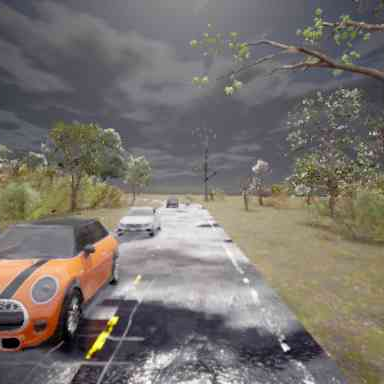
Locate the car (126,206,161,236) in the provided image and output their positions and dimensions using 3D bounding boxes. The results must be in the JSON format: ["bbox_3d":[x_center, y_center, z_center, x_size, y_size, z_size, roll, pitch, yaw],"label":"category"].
[{"bbox_3d":[-2.802,1.544,18.545,1.812,1.442,4.674,0,0,2],"label":"car"}]

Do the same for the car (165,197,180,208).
[{"bbox_3d":[-2.912,1.555,50.151,1.837,1.490,4.892,0,0,-1],"label":"car"}]

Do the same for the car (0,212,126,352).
[{"bbox_3d":[-2.846,1.357,6.511,2.097,1.767,4.553,0,0,0],"label":"car"}]
